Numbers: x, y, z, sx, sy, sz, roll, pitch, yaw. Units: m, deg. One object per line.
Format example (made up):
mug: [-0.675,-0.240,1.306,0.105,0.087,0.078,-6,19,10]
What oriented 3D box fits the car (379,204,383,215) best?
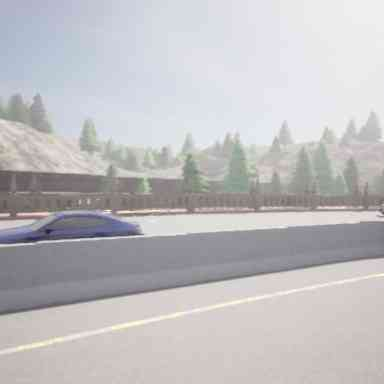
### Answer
car: [17.232,1.193,26.408,4.902,1.511,2.128,0,1,-16]

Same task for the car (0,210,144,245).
car: [-3.692,1.283,9.724,4.674,1.442,1.812,0,1,-31]
